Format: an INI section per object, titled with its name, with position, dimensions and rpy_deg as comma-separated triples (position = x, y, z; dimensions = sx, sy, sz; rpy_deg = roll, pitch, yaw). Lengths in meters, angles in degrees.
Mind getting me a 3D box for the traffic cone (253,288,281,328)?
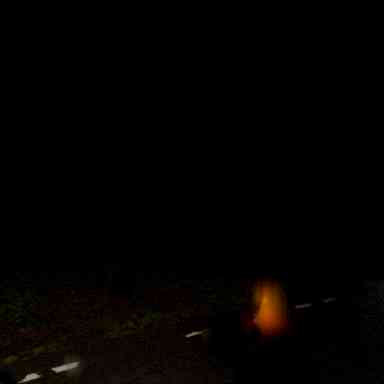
[traffic cone]
position = 1.296, 1.958, 5.727
dimensions = 0.340, 0.580, 0.340
rpy_deg = 0, 0, -31
